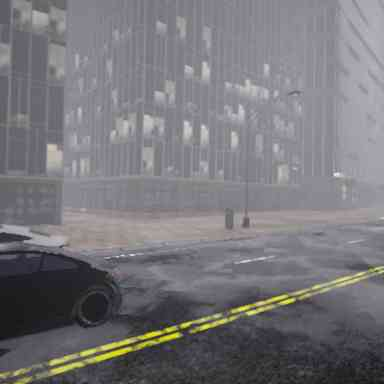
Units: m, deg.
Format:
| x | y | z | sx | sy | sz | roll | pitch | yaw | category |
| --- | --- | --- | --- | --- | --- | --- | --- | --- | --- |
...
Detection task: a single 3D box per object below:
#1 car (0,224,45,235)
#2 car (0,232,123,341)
| x | y | z | sx | sy | sz | roll | pitch | yaw | category |
| --- | --- | --- | --- | --- | --- | --- | --- | --- | --- |
| -5.280 | 1.533 | 7.971 | 4.674 | 1.442 | 1.812 | 0 | 0 | -36 | car |
| -3.275 | 1.570 | 5.423 | 4.181 | 1.385 | 1.994 | 0 | 0 | -36 | car |
